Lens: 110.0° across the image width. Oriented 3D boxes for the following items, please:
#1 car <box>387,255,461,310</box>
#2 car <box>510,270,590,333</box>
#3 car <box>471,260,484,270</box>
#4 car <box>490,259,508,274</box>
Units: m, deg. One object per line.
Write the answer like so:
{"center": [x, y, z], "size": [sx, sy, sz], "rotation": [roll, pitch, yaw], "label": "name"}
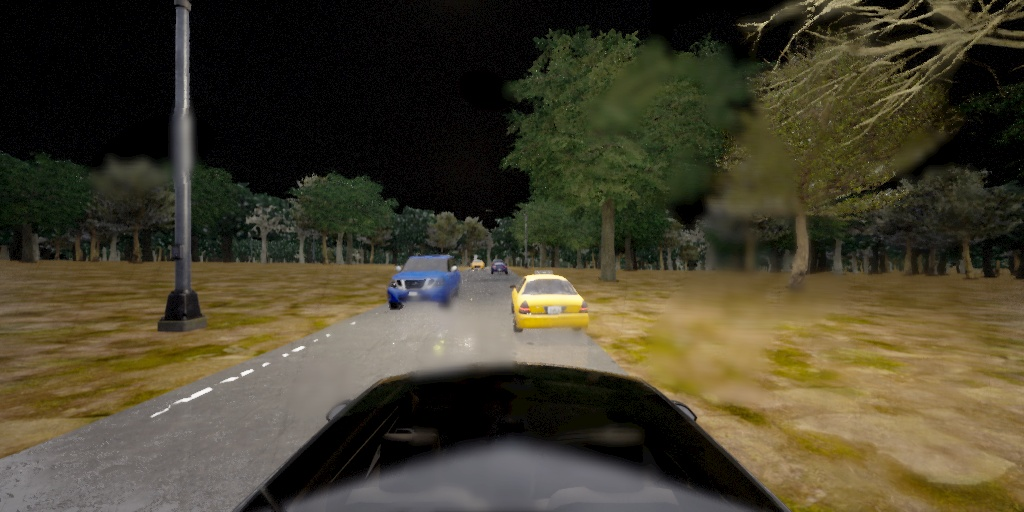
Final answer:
{"center": [-3.404, 0.964, 14.957], "size": [2.150, 2.045, 5.566], "rotation": [0, 0, -2], "label": "car"}
{"center": [0.912, 1.201, 10.711], "size": [1.801, 1.575, 5.366], "rotation": [0, 0, -2], "label": "car"}
{"center": [-5.360, 1.386, 56.353], "size": [1.882, 1.535, 5.008], "rotation": [0, 0, -3], "label": "car"}
{"center": [-1.505, 1.352, 42.395], "size": [1.812, 1.442, 4.674], "rotation": [0, 0, -3], "label": "car"}
